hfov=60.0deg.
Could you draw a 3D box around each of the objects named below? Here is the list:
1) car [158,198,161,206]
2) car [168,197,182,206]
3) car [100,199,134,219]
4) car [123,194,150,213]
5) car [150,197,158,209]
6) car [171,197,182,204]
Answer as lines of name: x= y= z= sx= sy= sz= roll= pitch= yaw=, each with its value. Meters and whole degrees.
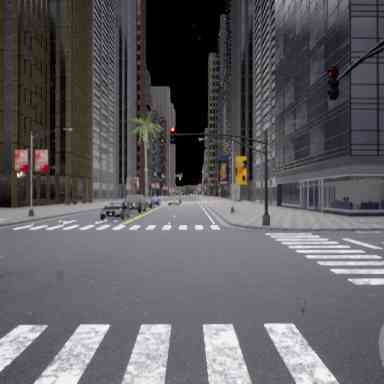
car: x=-6.612 y=1.627 z=58.477 sx=1.882 sy=1.535 sz=5.008 roll=0 pitch=0 yaw=0
car: x=-3.218 y=1.756 z=59.755 sx=1.895 sy=1.301 sz=4.718 roll=0 pitch=0 yaw=0
car: x=-6.630 y=1.615 z=29.085 sx=1.994 sy=1.385 sz=4.181 roll=0 pitch=0 yaw=0
car: x=-6.641 y=1.298 z=38.409 sx=2.150 sy=2.045 sz=5.566 roll=0 pitch=0 yaw=0
car: x=-6.644 y=1.462 z=48.337 sx=2.097 sy=1.767 sz=4.553 roll=0 pitch=0 yaw=0
car: x=-3.228 y=1.759 z=69.650 sx=1.994 sy=1.385 sz=4.181 roll=0 pitch=0 yaw=0
